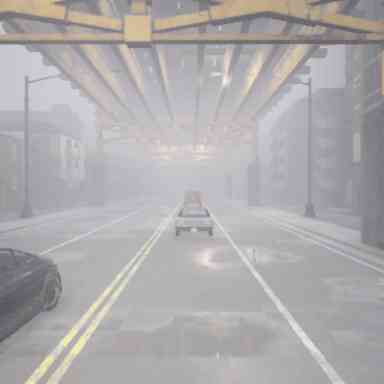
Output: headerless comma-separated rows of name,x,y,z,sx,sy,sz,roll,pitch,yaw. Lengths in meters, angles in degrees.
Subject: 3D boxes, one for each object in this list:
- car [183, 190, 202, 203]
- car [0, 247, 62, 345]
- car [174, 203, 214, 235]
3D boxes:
car,0.102,0.770,41.242,2.150,2.045,5.566,0,1,0
car,-3.557,1.541,4.868,1.994,1.385,4.181,0,0,0
car,0.102,1.471,17.844,1.895,1.301,4.718,0,1,0
